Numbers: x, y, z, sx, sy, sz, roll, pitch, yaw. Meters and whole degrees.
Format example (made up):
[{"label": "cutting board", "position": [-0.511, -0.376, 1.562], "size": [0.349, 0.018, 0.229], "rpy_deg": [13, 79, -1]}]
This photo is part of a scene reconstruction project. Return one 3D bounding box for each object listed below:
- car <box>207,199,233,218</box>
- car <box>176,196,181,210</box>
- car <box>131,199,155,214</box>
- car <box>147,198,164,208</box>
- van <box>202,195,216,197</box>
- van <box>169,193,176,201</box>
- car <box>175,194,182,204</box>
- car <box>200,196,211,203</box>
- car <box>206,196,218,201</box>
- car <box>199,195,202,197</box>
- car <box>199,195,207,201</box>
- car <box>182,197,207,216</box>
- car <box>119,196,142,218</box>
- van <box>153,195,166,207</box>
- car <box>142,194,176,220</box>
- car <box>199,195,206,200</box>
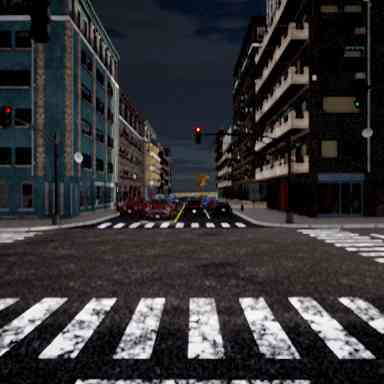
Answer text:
[{"label": "car", "position": [2.677, 1.555, 30.334], "size": [1.947, 1.339, 4.313], "rpy_deg": [0, 0, 0]}, {"label": "car", "position": [-2.705, 1.473, 39.099], "size": [2.128, 1.511, 4.902], "rpy_deg": [0, 0, 0]}, {"label": "car", "position": [-5.183, 1.530, 35.915], "size": [1.887, 1.381, 4.507], "rpy_deg": [0, 0, 0]}, {"label": "car", "position": [-5.141, 1.522, 47.019], "size": [1.887, 1.381, 4.507], "rpy_deg": [0, 0, 0]}, {"label": "van", "position": [2.739, 1.318, 46.990], "size": [1.690, 1.788, 3.998], "rpy_deg": [0, 0, 0]}, {"label": "van", "position": [-4.997, 1.281, 85.882], "size": [1.690, 1.788, 3.998], "rpy_deg": [0, 0, 0]}, {"label": "car", "position": [-2.566, 1.458, 60.900], "size": [2.128, 1.511, 4.902], "rpy_deg": [0, 0, 1]}, {"label": "car", "position": [2.821, 1.509, 69.198], "size": [2.008, 1.369, 4.403], "rpy_deg": [0, 0, 0]}, {"label": "car", "position": [2.718, 1.563, 41.438], "size": [1.802, 1.307, 4.206], "rpy_deg": [0, 0, 0]}, {"label": "car", "position": [2.780, 1.408, 58.094], "size": [1.967, 1.590, 4.097], "rpy_deg": [0, 0, 0]}, {"label": "car", "position": [2.882, 1.485, 85.854], "size": [1.887, 1.381, 4.507], "rpy_deg": [0, 0, 0]}, {"label": "car", "position": [0.219, 1.492, 32.769], "size": [1.837, 1.490, 4.892], "rpy_deg": [0, 0, 0]}, {"label": "car", "position": [-5.203, 1.304, 30.362], "size": [2.192, 1.841, 5.009], "rpy_deg": [0, 0, 0]}, {"label": "van", "position": [-5.121, 1.314, 52.570], "size": [1.690, 1.788, 3.998], "rpy_deg": [0, 0, 0]}, {"label": "car", "position": [-2.714, 1.342, 28.337], "size": [2.097, 1.767, 4.553], "rpy_deg": [0, 0, 0]}, {"label": "car", "position": [2.902, 1.478, 91.406], "size": [1.887, 1.381, 4.507], "rpy_deg": [0, 0, 0]}]
